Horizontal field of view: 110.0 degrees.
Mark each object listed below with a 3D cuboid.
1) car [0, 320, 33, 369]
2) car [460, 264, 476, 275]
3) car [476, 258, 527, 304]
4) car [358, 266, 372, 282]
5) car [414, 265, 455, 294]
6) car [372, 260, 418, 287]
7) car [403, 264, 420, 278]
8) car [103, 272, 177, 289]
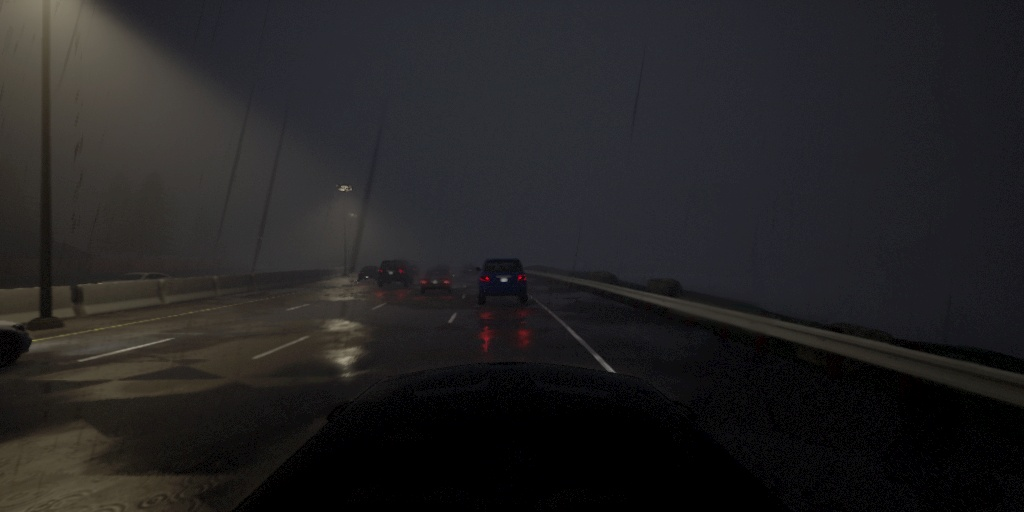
[{"bbox_3d":[-10.450,1.414,5.129,1.812,1.442,4.674,0,-1,-1],"label":"car"},{"bbox_3d":[-5.649,1.761,46.599,1.994,1.385,4.181,0,0,-14],"label":"car"},{"bbox_3d":[-0.585,1.117,17.693,2.150,2.045,5.566,0,0,-5],"label":"car"},{"bbox_3d":[-13.930,1.695,35.640,1.837,1.490,4.892,0,0,-11],"label":"car"},{"bbox_3d":[-4.629,1.526,22.489,2.033,1.411,5.357,-1,0,-8],"label":"car"},{"bbox_3d":[-8.981,1.296,28.108,2.150,2.045,5.566,-1,0,-9],"label":"car"},{"bbox_3d":[-12.180,1.746,43.604,1.837,1.490,4.892,0,0,-14],"label":"car"},{"bbox_3d":[-22.179,1.698,21.343,1.812,1.442,4.674,-1,0,-7],"label":"car"}]
